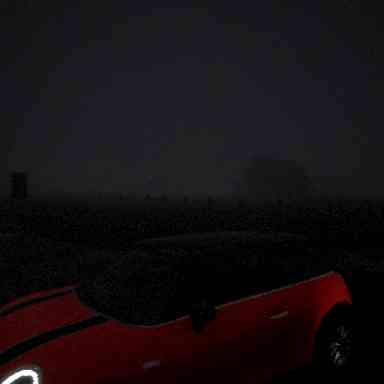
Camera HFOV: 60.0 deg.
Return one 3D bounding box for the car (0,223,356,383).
[{"bbox_3d":[-0.121,1.336,3.905,4.553,1.767,2.097,-1,0,-35],"label":"car"}]
